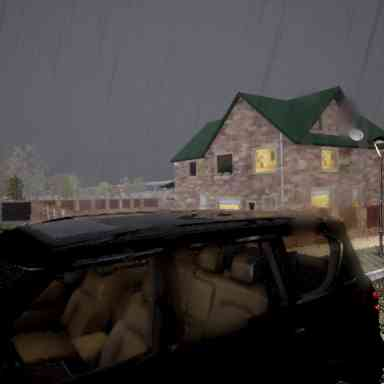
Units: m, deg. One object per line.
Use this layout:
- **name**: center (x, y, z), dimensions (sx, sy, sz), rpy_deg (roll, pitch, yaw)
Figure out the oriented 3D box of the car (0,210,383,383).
- **car**: center (-0.741, 1.221, 2.539), dimensions (5.566, 2.045, 2.150), rpy_deg (0, 0, -35)
